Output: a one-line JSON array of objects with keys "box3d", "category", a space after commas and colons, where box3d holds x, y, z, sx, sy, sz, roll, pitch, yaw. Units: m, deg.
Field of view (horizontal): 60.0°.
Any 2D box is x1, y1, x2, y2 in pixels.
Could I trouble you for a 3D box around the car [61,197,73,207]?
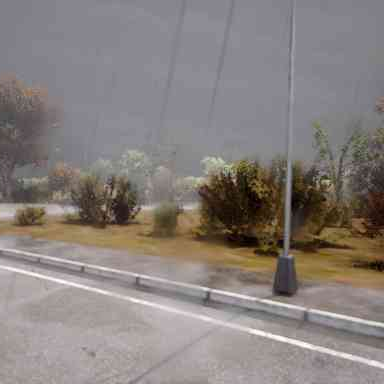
[{"box3d": [-17.355, 1.240, 49.214, 2.097, 1.767, 4.553, 2, -2, 20], "category": "car"}]
